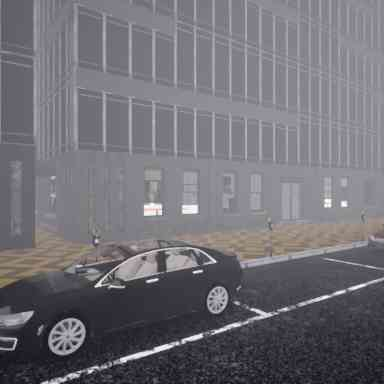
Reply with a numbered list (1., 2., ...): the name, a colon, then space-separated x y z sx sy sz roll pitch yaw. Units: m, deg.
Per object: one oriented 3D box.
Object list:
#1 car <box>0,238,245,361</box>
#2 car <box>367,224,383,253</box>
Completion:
1. car: -1.031 1.551 5.819 4.403 1.369 2.008 0 0 -35
2. car: 8.257 1.582 12.402 4.206 1.307 1.802 0 0 -35
